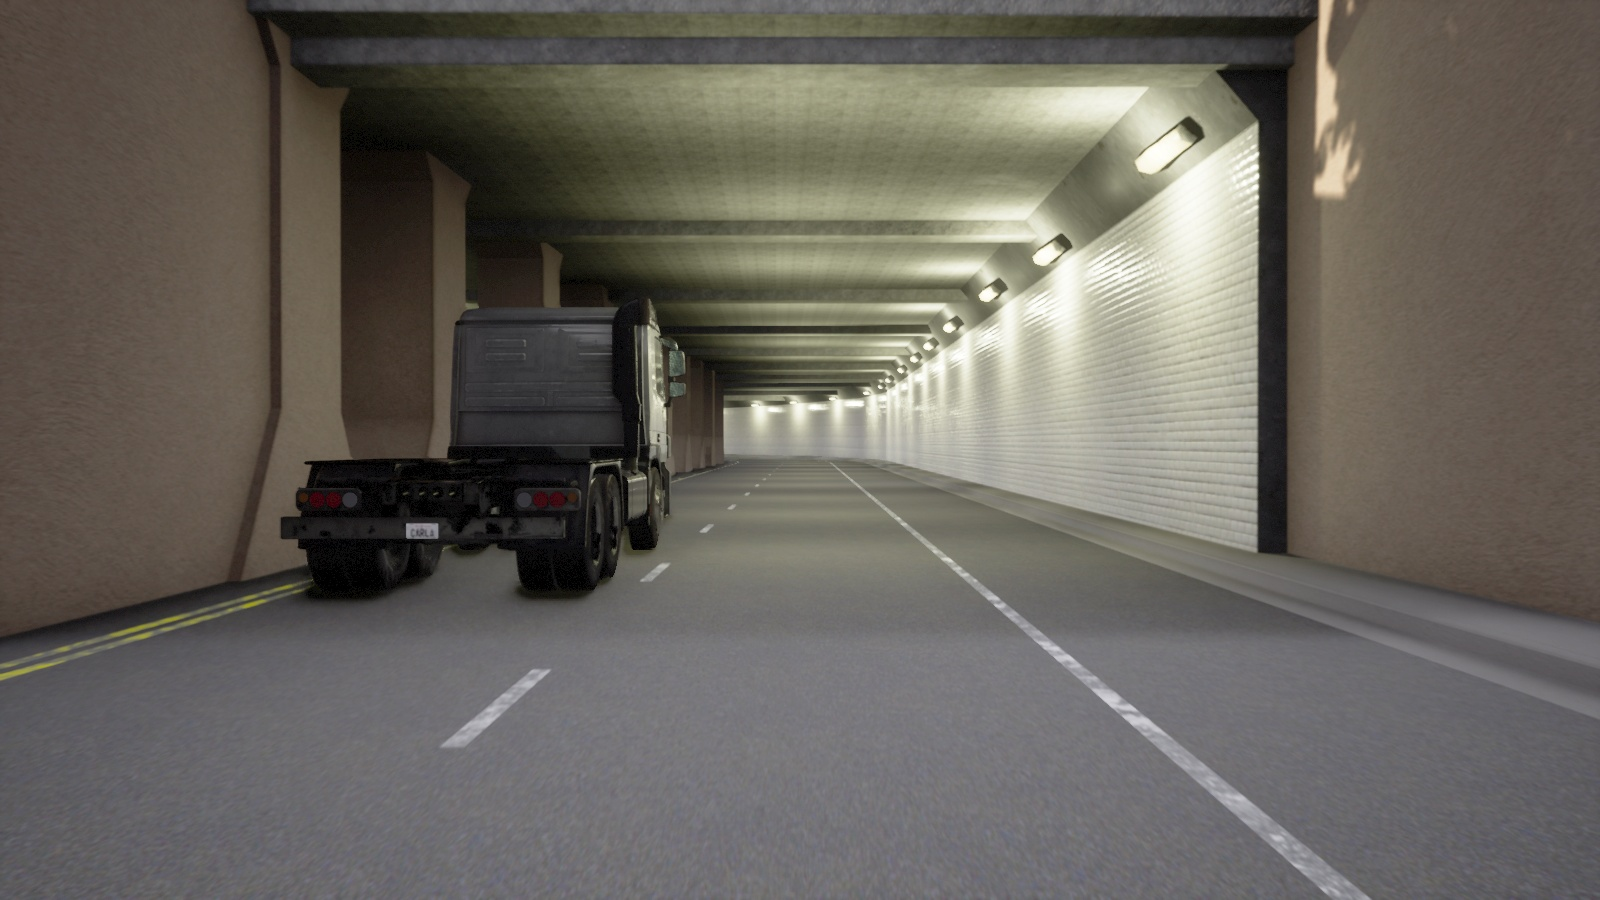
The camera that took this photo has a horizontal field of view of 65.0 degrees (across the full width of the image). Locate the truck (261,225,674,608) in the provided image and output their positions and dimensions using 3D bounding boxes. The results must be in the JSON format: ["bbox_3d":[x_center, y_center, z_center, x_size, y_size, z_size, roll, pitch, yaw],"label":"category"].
[{"bbox_3d":[-3.399,-0.324,15.311,2.891,3.462,7.936,0,0,0],"label":"truck"}]
